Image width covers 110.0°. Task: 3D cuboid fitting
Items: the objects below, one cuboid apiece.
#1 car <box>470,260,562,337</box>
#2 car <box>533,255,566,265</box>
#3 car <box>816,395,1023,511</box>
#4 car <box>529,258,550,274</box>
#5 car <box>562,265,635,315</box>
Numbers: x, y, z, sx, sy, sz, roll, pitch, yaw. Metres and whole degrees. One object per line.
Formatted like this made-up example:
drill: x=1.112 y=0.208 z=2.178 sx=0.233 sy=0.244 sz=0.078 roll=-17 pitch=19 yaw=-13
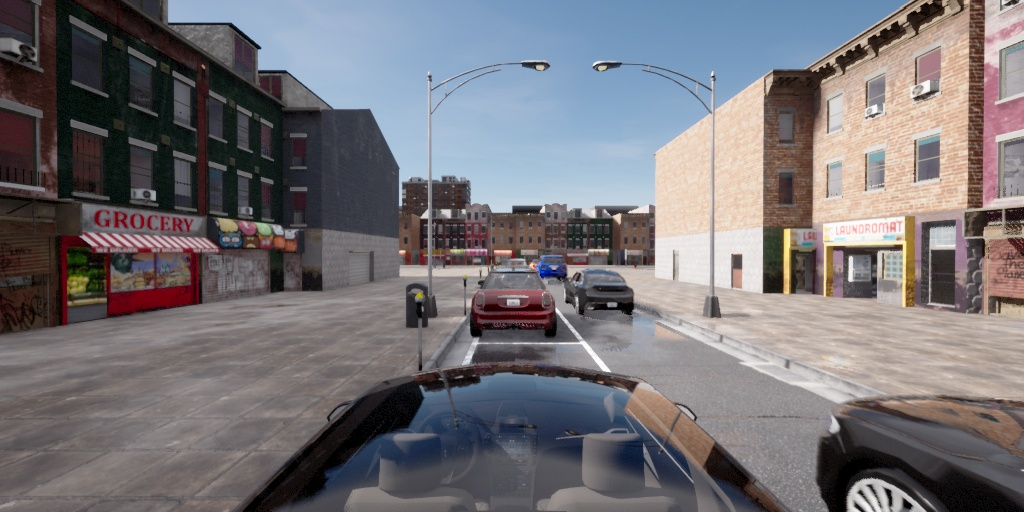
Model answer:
car: x=0.033 y=1.102 z=10.471 sx=2.097 sy=1.767 sz=4.553 roll=0 pitch=0 yaw=0
car: x=3.021 y=0.977 z=28.271 sx=2.150 sy=2.045 sz=5.566 roll=0 pitch=0 yaw=0
car: x=3.122 y=1.240 z=0.591 sx=2.128 sy=1.511 sz=4.902 roll=0 pitch=0 yaw=0
car: x=3.119 y=1.116 z=41.821 sx=2.097 sy=1.767 sz=4.553 roll=0 pitch=0 yaw=0
car: x=3.120 y=1.256 z=13.583 sx=1.837 sy=1.490 sz=4.892 roll=0 pitch=0 yaw=0
